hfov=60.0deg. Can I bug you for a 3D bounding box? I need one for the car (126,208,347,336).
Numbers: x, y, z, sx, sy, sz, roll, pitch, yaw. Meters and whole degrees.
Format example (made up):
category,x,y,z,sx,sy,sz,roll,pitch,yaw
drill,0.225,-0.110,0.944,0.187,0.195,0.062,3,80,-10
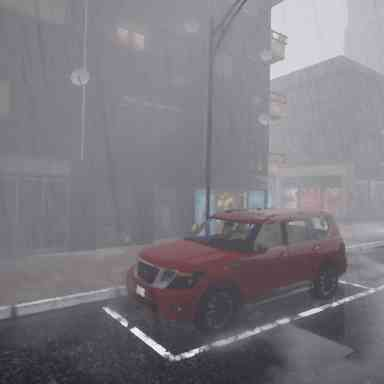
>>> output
category,x,y,z,sx,sy,sz,roll,pitch,yaw
car,1.210,1.318,6.927,5.009,1.841,2.192,0,2,-35
